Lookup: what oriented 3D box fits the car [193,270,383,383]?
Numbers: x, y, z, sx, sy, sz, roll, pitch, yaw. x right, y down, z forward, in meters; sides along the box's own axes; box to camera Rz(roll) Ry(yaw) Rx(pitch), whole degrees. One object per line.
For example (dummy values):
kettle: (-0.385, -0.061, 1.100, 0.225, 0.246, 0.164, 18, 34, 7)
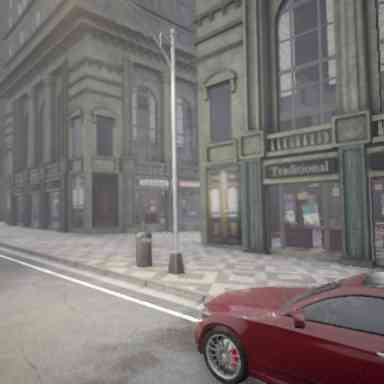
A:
car: (2.123, 1.649, 3.740, 4.674, 1.442, 1.812, -1, -2, 42)
